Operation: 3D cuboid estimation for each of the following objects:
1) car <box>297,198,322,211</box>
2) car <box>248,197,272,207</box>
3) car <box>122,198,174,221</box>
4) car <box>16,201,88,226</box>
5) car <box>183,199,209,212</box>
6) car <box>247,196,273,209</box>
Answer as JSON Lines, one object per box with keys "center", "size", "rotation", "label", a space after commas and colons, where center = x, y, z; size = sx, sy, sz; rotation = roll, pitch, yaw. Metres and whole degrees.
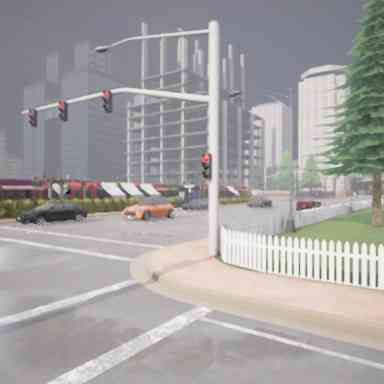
{"center": [14.028, 1.461, 39.633], "size": [1.882, 1.535, 5.008], "rotation": [0, 0, 34], "label": "car"}
{"center": [11.206, 1.580, 54.380], "size": [2.033, 1.411, 5.357], "rotation": [0, 0, 34], "label": "car"}
{"center": [-3.427, 1.325, 26.678], "size": [2.097, 1.767, 4.553], "rotation": [0, 0, 34], "label": "car"}
{"center": [-9.780, 1.446, 23.541], "size": [1.882, 1.535, 5.008], "rotation": [0, 0, 34], "label": "car"}
{"center": [0.694, 1.531, 39.008], "size": [1.994, 1.385, 4.181], "rotation": [0, 0, 34], "label": "car"}
{"center": [9.327, 1.323, 45.477], "size": [2.097, 1.767, 4.553], "rotation": [0, 0, 34], "label": "car"}
